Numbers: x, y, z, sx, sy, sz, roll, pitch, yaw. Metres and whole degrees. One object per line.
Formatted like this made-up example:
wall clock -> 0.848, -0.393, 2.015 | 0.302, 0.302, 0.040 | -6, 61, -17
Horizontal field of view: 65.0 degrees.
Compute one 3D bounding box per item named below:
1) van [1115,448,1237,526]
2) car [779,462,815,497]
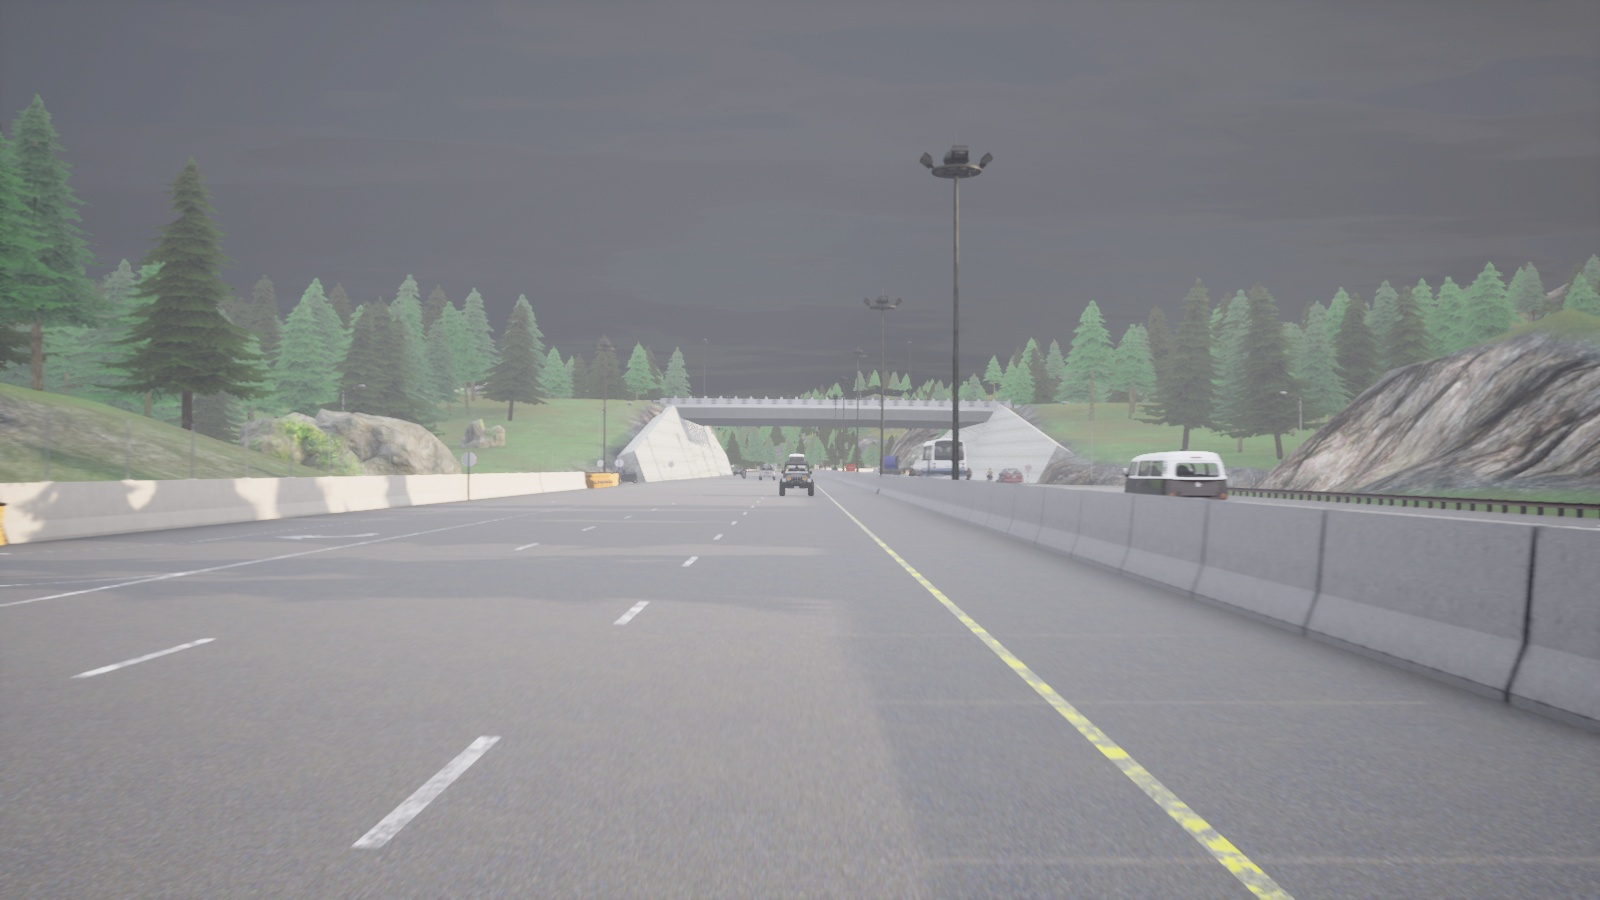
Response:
van -> 10.415, 0.991, 35.170 | 2.069, 2.038, 4.480 | 0, -1, 0
car -> -0.166, 1.584, 69.219 | 1.905, 1.878, 3.866 | 0, -1, 0
